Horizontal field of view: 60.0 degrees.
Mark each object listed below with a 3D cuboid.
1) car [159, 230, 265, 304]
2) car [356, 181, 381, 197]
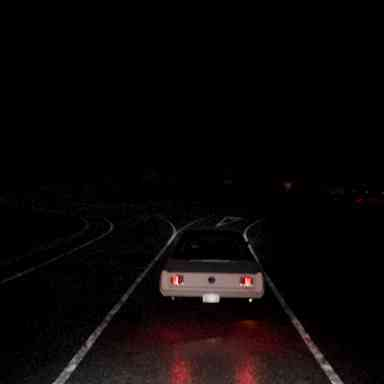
[{"bbox_3d":[0.480,1.570,8.060,1.895,1.301,4.718,0,0,4],"label":"car"},{"bbox_3d":[18.420,-0.429,34.616,1.812,1.442,4.674,4,8,32],"label":"car"}]
